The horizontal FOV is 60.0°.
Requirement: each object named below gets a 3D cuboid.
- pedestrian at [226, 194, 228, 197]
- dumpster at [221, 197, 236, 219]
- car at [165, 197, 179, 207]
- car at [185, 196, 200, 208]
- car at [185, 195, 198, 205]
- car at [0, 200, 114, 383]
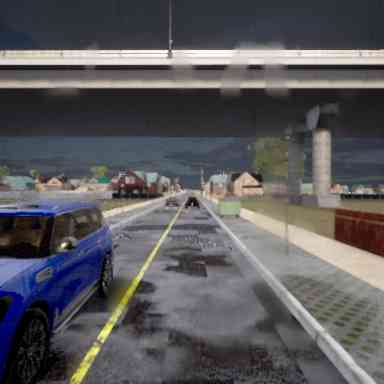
[{"bbox_3d":[3.006,1.031,28.647,0.375,1.860,0.375,1,-1,0],"label":"pedestrian"},{"bbox_3d":[2.991,1.290,27.625,1.020,1.700,1.940,-1,-1,0],"label":"dumpster"},{"bbox_3d":[-2.837,1.355,47.671,2.033,1.411,5.357,0,0,0],"label":"car"},{"bbox_3d":[0.066,1.353,43.418,1.812,1.442,4.674,0,0,0],"label":"car"},{"bbox_3d":[-0.007,1.322,54.927,2.033,1.411,5.357,0,0,0],"label":"car"},{"bbox_3d":[-2.850,1.202,5.511,2.150,2.045,5.566,0,0,0],"label":"car"}]
